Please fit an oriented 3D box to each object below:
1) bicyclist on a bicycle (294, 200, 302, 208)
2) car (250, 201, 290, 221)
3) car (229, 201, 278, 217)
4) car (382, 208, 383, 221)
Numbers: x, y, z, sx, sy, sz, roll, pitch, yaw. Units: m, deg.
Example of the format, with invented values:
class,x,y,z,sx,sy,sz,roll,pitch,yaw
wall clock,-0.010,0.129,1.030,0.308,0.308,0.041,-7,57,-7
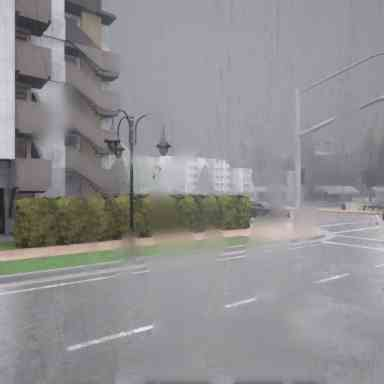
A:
class,x,y,z,sx,sy,sz,roll,pitch,yaw
bicyclist on a bicycle,13.295,1.301,41.601,1.656,1.620,0.582,0,0,-39
car,5.702,1.505,27.226,1.837,1.490,4.892,0,0,-38
car,5.916,1.601,32.627,1.895,1.301,4.718,0,0,-37
car,15.446,1.477,22.019,5.008,1.535,1.882,0,0,39
